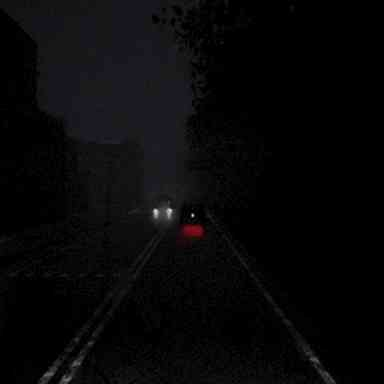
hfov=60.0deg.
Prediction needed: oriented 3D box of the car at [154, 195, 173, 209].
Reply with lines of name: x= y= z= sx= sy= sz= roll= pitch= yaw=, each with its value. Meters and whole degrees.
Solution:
car: x=-3.516 y=1.172 z=41.444 sx=2.097 sy=1.767 sz=4.553 roll=0 pitch=0 yaw=-1

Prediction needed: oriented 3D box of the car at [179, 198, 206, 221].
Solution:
car: x=0.041 y=1.407 z=25.785 sx=1.837 sy=1.490 sz=4.892 roll=0 pitch=0 yaw=0

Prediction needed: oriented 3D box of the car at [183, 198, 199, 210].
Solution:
car: x=-0.161 y=1.421 z=41.783 sx=1.895 sy=1.301 sz=4.718 roll=0 pitch=0 yaw=-1
